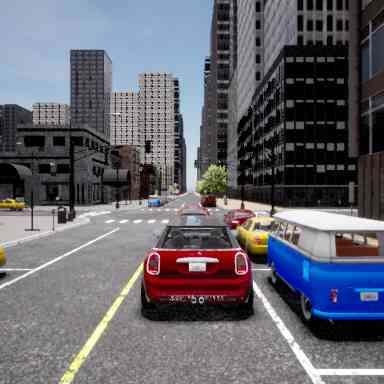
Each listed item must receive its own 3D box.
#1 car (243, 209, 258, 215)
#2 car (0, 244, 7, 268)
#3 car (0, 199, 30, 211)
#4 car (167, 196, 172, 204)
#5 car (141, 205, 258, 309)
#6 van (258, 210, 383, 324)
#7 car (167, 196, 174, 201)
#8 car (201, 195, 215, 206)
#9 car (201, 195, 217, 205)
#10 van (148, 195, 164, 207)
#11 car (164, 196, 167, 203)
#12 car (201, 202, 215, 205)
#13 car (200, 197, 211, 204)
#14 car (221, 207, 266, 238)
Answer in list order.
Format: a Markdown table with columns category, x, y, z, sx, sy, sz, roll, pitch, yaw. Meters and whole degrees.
| category | x | y | z | sx | sy | sz | roll | pitch | yaw |
| --- | --- | --- | --- | --- | --- | --- | --- | --- | --- |
| car | 2.679 | 1.527 | 12.720 | 1.752 | 1.417 | 4.829 | 0 | 0 | 0 |
| car | -5.697 | 1.526 | 6.711 | 1.752 | 1.417 | 4.829 | 0 | 0 | 0 |
| car | -21.432 | 1.470 | 38.415 | 4.829 | 1.417 | 1.752 | 0 | 0 | 0 |
| car | -5.734 | 1.531 | 67.166 | 1.967 | 1.590 | 4.097 | 0 | 0 | 0 |
| car | 0.094 | 1.353 | 8.027 | 2.097 | 1.767 | 4.553 | 0 | 0 | 0 |
| van | 2.683 | 1.341 | 6.886 | 1.690 | 1.788 | 3.998 | 0 | 0 | 0 |
| car | -5.747 | 1.676 | 89.091 | 1.752 | 1.417 | 4.829 | 0 | 0 | 0 |
| car | 2.652 | 1.381 | 56.125 | 2.192 | 1.841 | 5.009 | 0 | 0 | 0 |
| car | 2.655 | 1.370 | 50.601 | 2.192 | 1.841 | 5.009 | 0 | 0 | 0 |
| van | -5.724 | 1.396 | 50.594 | 1.690 | 1.788 | 3.998 | 0 | 0 | 0 |
| car | -5.727 | 1.506 | 56.117 | 1.967 | 1.590 | 4.097 | 0 | 0 | 0 |
| car | 0.089 | 1.482 | 17.237 | 1.882 | 1.535 | 5.008 | 0 | 0 | 0 |
| car | 2.647 | 1.657 | 67.173 | 1.947 | 1.339 | 4.313 | 0 | 0 | 0 |
| car | 2.676 | 1.587 | 18.213 | 1.802 | 1.307 | 4.206 | 0 | 0 | 0 |
